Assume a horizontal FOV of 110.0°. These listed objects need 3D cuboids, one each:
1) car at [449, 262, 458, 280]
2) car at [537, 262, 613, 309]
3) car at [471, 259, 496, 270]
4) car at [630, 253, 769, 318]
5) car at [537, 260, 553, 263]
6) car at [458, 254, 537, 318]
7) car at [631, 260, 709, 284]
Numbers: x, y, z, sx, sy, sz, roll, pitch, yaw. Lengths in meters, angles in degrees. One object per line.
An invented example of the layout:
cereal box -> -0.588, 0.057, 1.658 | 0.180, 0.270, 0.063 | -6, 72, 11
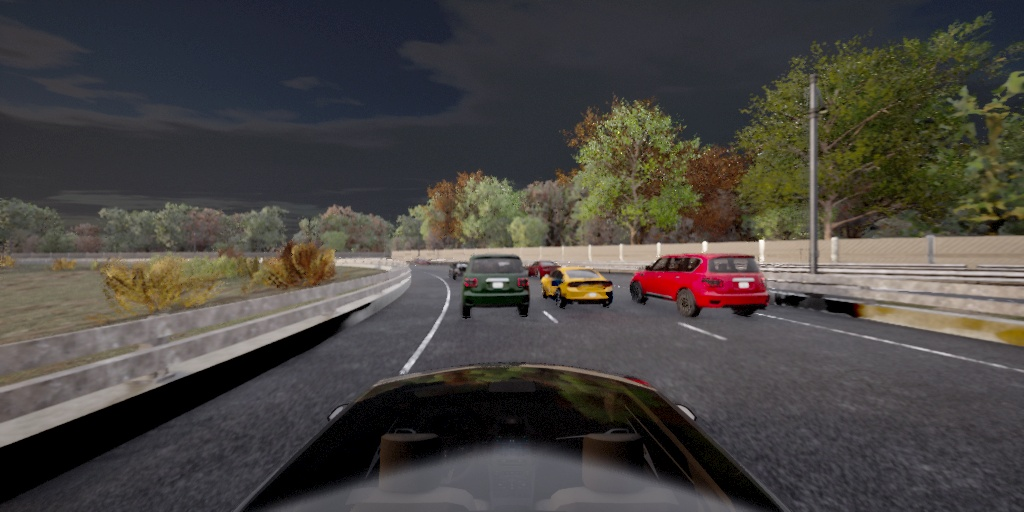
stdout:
car -> -4.270, 1.211, 30.516 | 1.812, 1.442, 4.674 | 0, 0, -15
car -> 2.502, 1.182, 14.899 | 1.882, 1.535, 5.008 | 0, 0, -7
car -> -4.011, 1.173, 49.613 | 1.994, 1.385, 4.181 | 0, 0, -27
car -> 6.313, 0.918, 12.902 | 2.150, 2.045, 5.566 | 0, 0, -7
car -> 2.731, 1.136, 31.379 | 1.882, 1.535, 5.008 | 0, 0, -15
car -> -0.742, 0.942, 13.170 | 2.150, 2.045, 5.566 | 0, 0, -7
car -> 11.762, 1.116, 26.984 | 2.128, 1.511, 4.902 | -1, 0, -40
